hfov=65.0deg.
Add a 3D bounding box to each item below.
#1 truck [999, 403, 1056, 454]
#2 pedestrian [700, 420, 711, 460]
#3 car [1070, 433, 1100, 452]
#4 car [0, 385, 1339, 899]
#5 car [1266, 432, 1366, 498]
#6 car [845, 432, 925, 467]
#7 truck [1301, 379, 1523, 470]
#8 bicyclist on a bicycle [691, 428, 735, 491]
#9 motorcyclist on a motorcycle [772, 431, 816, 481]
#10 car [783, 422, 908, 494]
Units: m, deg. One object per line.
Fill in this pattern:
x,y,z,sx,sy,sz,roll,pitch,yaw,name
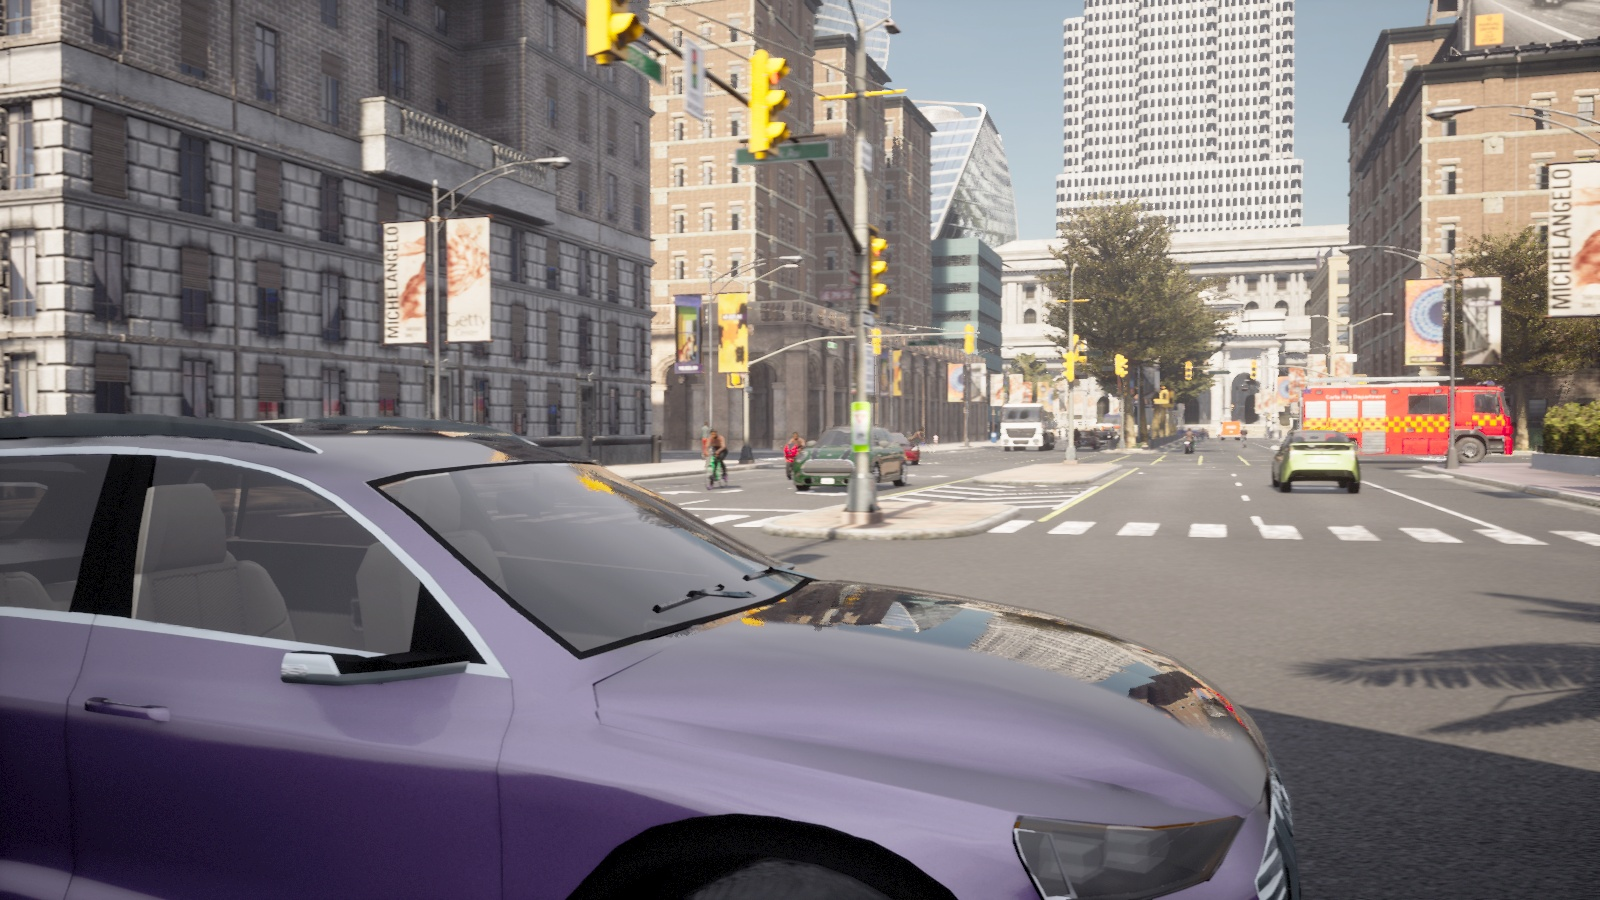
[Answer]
16.551,-1.549,90.902,2.891,3.462,7.936,1,1,19,truck
-4.437,-0.479,59.053,0.353,1.847,0.614,0,1,16,pedestrian
21.624,-0.592,95.277,1.812,1.442,4.674,1,1,18,car
-1.189,0.695,3.592,4.856,1.649,2.033,1,1,19,car
12.925,0.314,31.714,2.007,1.525,4.514,1,1,18,car
3.738,-0.058,56.096,2.163,1.488,4.792,0,1,-14,car
26.918,-1.129,55.737,8.468,3.827,2.891,1,1,18,truck
-2.298,0.235,33.422,0.582,1.620,1.656,1,1,18,bicyclist on a bicycle
-0.175,0.169,39.912,0.797,1.523,2.044,1,1,18,motorcyclist on a motorcycle
1.292,0.159,33.137,2.097,1.767,4.553,1,1,18,car
